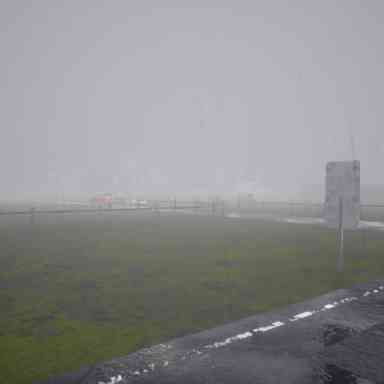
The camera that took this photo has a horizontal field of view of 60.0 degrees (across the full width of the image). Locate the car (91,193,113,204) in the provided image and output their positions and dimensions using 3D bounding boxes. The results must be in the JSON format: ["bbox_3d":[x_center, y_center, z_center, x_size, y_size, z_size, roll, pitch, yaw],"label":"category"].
[{"bbox_3d":[-16.580,1.190,61.124,2.150,2.045,5.566,1,-1,-41],"label":"car"}]

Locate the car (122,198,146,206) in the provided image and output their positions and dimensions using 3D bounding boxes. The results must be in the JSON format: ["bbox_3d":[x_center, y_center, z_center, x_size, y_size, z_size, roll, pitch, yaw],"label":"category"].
[{"bbox_3d":[-9.223,1.578,52.472,1.895,1.301,4.718,1,-1,-40],"label":"car"}]
